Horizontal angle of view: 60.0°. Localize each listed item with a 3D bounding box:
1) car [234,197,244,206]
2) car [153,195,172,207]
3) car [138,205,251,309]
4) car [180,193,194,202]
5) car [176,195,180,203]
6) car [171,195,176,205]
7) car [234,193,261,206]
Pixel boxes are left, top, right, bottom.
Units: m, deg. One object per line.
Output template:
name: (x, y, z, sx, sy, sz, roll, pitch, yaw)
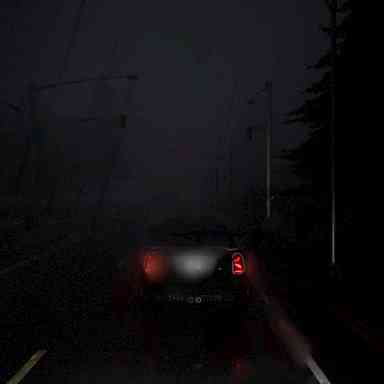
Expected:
car: (8.915, 1.144, 48.761, 4.605, 1.855, 1.932, 0, 0, -1)
car: (-3.986, 1.496, 43.622, 1.812, 1.442, 4.674, 0, 0, 0)
car: (0.072, 1.352, 8.047, 2.097, 1.767, 4.553, 0, 0, 1)
car: (-0.841, 1.555, 73.411, 1.895, 1.301, 4.718, 0, 0, -7)
car: (-4.118, 1.323, 67.366, 2.097, 1.767, 4.553, 0, 0, 0)
car: (-4.051, 1.475, 53.994, 1.837, 1.490, 4.892, 0, 0, 0)
car: (8.504, 1.146, 51.272, 3.866, 1.878, 1.905, 0, 0, -1)
